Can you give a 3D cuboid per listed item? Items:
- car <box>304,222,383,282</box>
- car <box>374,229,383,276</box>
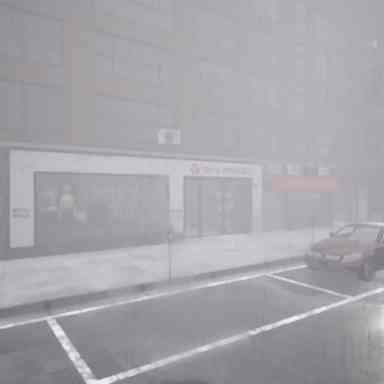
[{"bbox_3d":[5.048,1.549,9.594,4.206,1.307,1.802,0,0,-34],"label":"car"},{"bbox_3d":[6.127,1.534,7.257,4.181,1.385,1.994,0,0,-34],"label":"car"}]
